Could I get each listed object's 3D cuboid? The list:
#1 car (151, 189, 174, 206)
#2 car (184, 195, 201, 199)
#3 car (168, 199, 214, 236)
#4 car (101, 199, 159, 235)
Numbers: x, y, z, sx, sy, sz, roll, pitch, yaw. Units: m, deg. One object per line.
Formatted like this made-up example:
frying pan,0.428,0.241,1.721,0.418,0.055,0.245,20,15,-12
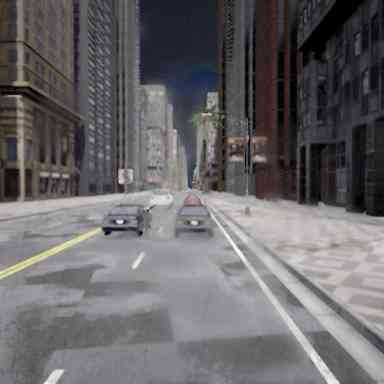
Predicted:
car,-3.163,0.712,35.703,2.150,2.045,5.566,0,1,0
car,0.084,1.021,37.926,1.994,1.385,4.181,0,1,0
car,0.091,1.309,16.584,2.033,1.411,5.357,0,1,0
car,-3.151,1.303,17.005,2.033,1.411,5.357,0,1,0
